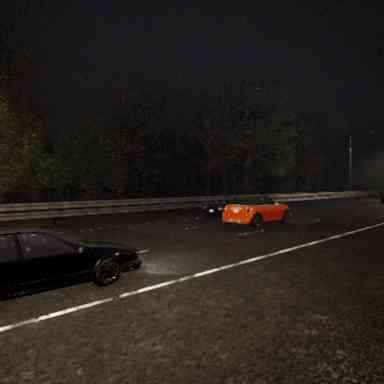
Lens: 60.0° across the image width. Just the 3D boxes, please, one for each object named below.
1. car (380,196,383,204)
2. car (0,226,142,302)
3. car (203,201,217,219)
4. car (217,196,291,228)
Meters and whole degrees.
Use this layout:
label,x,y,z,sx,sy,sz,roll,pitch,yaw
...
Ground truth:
label,x,y,z,sx,sy,sz,roll,pitch,yaw
car,24.027,0.797,39.499,1.895,1.301,4.718,0,1,45
car,-3.663,1.430,6.841,2.033,1.411,5.357,0,1,45
car,2.686,1.169,23.095,1.994,1.385,4.181,0,1,45
car,3.863,0.999,19.322,2.097,1.767,4.553,0,1,45
